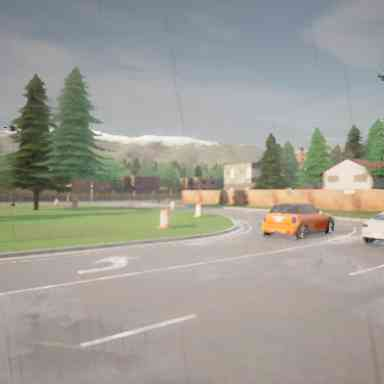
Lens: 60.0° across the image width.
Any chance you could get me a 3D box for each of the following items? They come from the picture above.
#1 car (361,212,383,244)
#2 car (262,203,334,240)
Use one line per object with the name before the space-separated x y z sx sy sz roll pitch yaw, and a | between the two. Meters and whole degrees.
car | 9.285 1.551 14.691 4.674 1.442 1.812 0 0 -36
car | 5.664 1.375 17.492 4.553 1.767 2.097 0 0 -45
